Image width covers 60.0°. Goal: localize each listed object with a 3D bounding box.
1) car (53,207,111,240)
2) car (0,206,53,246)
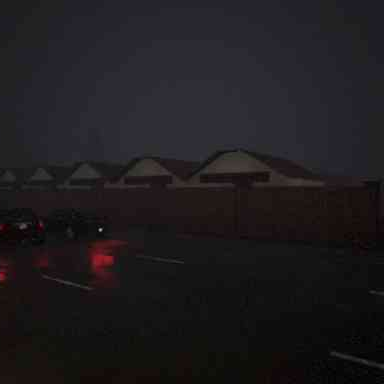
[{"bbox_3d":[-6.236,1.514,16.916,4.892,1.490,1.837,0,0,36],"label":"car"},{"bbox_3d":[-8.244,1.363,14.049,4.553,1.767,2.097,0,0,36],"label":"car"}]
